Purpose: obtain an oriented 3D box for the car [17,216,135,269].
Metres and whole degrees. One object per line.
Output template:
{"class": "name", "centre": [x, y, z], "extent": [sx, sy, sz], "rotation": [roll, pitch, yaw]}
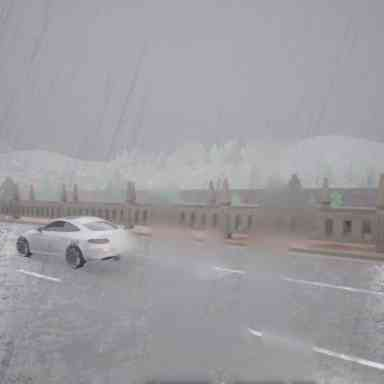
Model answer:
{"class": "car", "centre": [-3.946, 1.526, 11.108], "extent": [4.674, 1.442, 1.812], "rotation": [0, 0, 36]}
